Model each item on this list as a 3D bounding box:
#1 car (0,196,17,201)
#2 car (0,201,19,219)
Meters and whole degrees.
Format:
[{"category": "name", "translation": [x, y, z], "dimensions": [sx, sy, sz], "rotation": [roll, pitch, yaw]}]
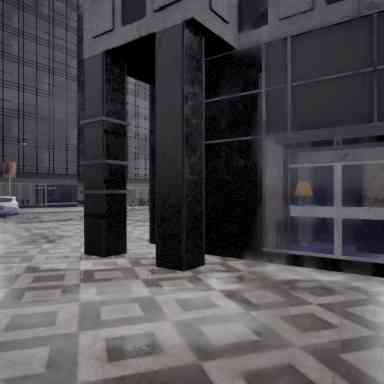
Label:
[{"category": "car", "translation": [-20.094, 1.449, 32.834], "dimensions": [2.150, 2.045, 5.566], "rotation": [0, -1, 36]}, {"category": "car", "translation": [-18.418, 1.742, 29.612], "dimensions": [2.033, 1.411, 5.357], "rotation": [0, -1, 36]}]
